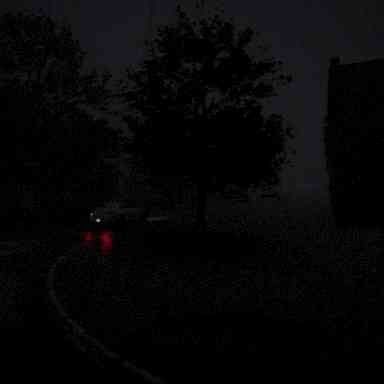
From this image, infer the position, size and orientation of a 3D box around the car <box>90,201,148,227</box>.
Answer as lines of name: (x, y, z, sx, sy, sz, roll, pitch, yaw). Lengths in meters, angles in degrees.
car: (-4.538, 1.317, 21.072, 1.812, 1.442, 4.674, -2, 1, 20)

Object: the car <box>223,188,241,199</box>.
car: (5.955, 0.114, 47.997, 1.882, 1.535, 5.008, -2, 2, 21)
